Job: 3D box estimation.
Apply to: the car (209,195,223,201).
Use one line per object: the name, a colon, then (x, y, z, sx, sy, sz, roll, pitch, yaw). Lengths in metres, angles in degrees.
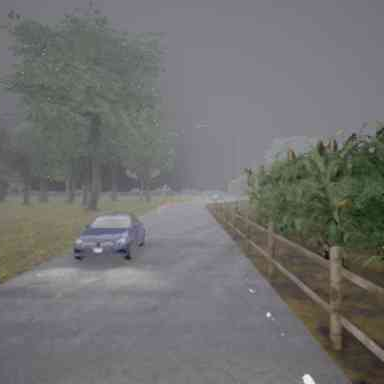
car: (5.790, 1.332, 78.808, 1.812, 1.442, 4.674, 0, 0, 29)

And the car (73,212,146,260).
car: (-2.853, 1.513, 12.440, 1.812, 1.442, 4.674, 0, 0, 0)
